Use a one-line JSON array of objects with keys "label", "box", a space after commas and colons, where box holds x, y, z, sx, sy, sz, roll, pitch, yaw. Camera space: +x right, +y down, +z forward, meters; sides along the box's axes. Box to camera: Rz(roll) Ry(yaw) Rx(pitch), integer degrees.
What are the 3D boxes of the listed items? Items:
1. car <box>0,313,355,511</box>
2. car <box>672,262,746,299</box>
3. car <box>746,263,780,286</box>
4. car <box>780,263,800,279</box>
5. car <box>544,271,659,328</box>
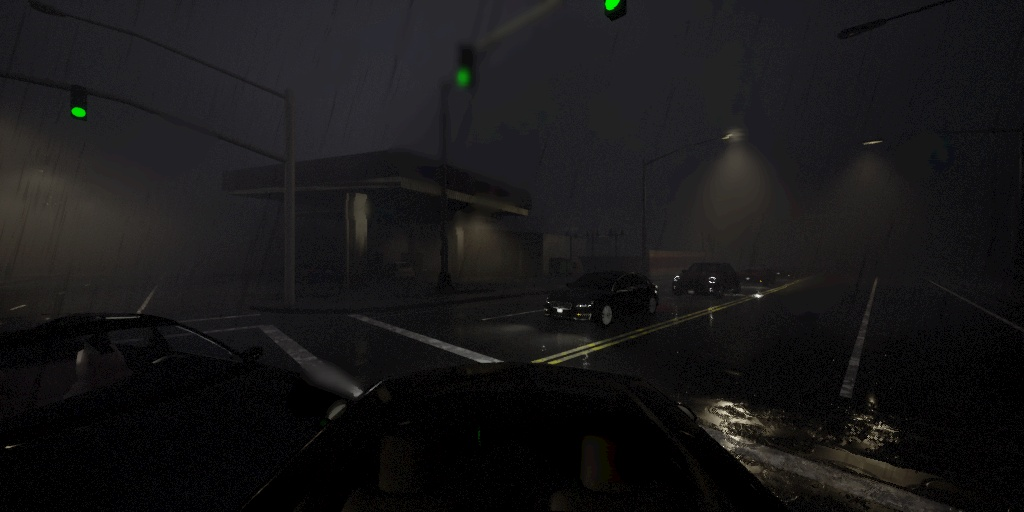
[{"label": "car", "box": [-3.383, 1.242, 2.678, 4.902, 1.511, 2.128, 0, 0, 16]}, {"label": "car", "box": [9.994, 1.102, 18.344, 4.553, 1.767, 2.097, 0, 0, -44]}, {"label": "car", "box": [17.023, 1.314, 25.150, 1.994, 1.385, 4.181, 0, 0, 45]}, {"label": "car", "box": [24.261, 1.314, 32.096, 4.181, 1.385, 1.994, 0, 0, -44]}, {"label": "car", "box": [3.053, 1.255, 11.601, 4.892, 1.490, 1.837, 0, 0, -44]}]
